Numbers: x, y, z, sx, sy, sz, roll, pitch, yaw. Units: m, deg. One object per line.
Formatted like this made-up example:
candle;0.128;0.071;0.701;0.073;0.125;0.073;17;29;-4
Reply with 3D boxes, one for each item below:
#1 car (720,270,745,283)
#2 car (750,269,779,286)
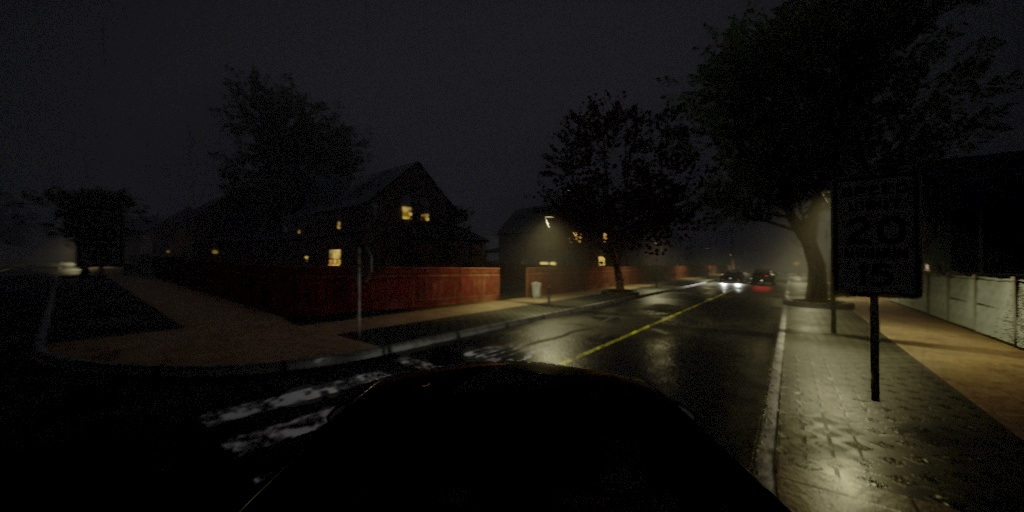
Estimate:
car;23.493;2.141;38.130;1.994;1.385;4.181;-1;-1;38
car;24.030;2.010;34.242;1.837;1.490;4.892;-1;-1;38
